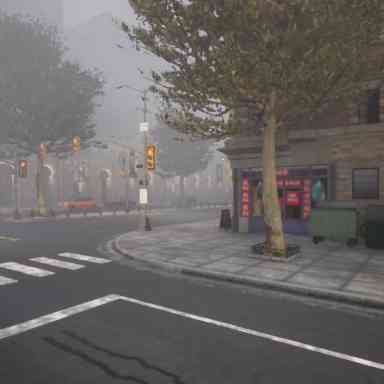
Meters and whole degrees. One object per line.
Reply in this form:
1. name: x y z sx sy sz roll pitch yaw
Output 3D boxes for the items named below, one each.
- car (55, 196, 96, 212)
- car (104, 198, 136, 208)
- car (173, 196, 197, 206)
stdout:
1. car: -13.354 1.352 38.308 2.097 1.767 4.553 0 0 36
2. car: -10.321 1.595 47.923 1.895 1.301 4.718 0 0 36
3. car: -1.119 1.505 55.299 1.837 1.490 4.892 0 0 36
